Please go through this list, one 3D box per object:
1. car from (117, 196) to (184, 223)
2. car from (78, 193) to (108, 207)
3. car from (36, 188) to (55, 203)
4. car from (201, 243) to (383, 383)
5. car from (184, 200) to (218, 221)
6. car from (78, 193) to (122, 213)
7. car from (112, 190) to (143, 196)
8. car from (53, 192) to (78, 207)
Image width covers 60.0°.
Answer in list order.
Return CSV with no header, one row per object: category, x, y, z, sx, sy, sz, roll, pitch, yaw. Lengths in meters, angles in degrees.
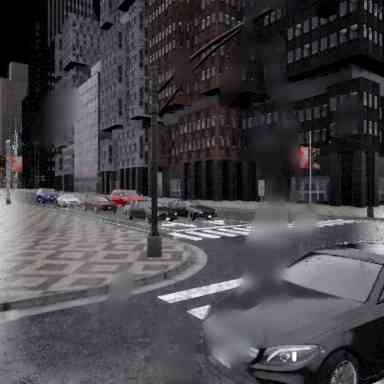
car,-3.032,1.283,23.209,2.033,1.411,5.357,0,1,-35
car,-12.500,0.927,41.767,2.128,1.511,4.902,0,1,-36
car,-20.647,0.520,47.531,2.150,2.045,5.566,0,1,-36
car,2.354,1.522,4.760,4.674,1.442,1.812,0,0,-30
car,-0.427,1.279,25.067,2.033,1.411,5.357,0,1,-39
car,-8.631,1.079,30.892,1.882,1.535,5.008,0,1,-36
car,-6.383,0.809,33.327,2.150,2.045,5.566,0,1,-36
car,-14.429,0.984,38.867,1.812,1.442,4.674,0,1,-35
